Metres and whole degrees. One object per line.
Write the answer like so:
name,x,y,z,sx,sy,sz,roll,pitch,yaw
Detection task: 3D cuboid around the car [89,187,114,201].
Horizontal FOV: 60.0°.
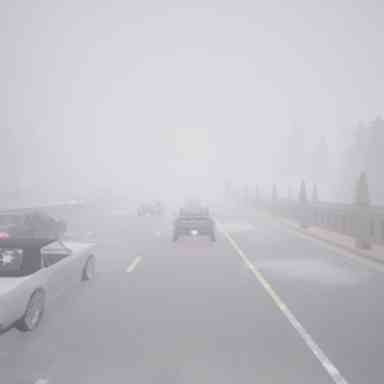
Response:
car,-14.067,0.343,53.041,2.150,2.045,5.566,0,4,1

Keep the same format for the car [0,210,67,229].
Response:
car,-6.908,1.463,13.633,2.033,1.411,5.357,0,0,0

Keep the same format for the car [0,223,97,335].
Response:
car,-3.404,1.559,6.654,1.895,1.301,4.718,0,0,0

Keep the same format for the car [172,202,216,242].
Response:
car,0.092,1.405,15.921,1.837,1.490,4.892,0,0,0

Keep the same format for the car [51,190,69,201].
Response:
car,-21.065,0.551,53.713,2.128,1.511,4.902,0,4,1

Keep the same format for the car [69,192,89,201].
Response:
car,-17.570,0.656,53.313,1.994,1.385,4.181,0,4,1

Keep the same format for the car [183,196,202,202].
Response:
car,0.081,1.272,37.295,1.837,1.490,4.892,0,0,0

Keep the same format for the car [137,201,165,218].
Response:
car,-3.415,1.428,28.264,1.895,1.301,4.718,0,0,0
